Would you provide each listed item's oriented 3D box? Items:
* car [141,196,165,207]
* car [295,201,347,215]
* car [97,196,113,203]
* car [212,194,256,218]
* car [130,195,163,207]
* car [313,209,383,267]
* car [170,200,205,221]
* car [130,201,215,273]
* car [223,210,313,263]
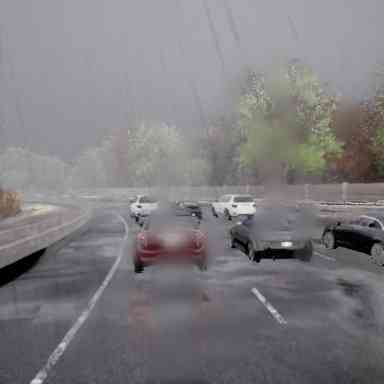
[{"bbox_3d":[-6.193,1.451,52.075,1.837,1.490,4.892,-1,0,-32],"label":"car"},{"bbox_3d":[11.668,1.440,28.563,5.357,1.411,2.033,0,0,44],"label":"car"},{"bbox_3d":[-18.583,1.591,70.729,2.128,1.511,4.902,0,0,-40],"label":"car"},{"bbox_3d":[3.322,1.209,27.436,2.150,2.045,5.566,0,0,-15],"label":"car"},{"bbox_3d":[-3.708,1.235,26.767,2.150,2.045,5.566,0,0,-15],"label":"car"},{"bbox_3d":[6.265,1.468,11.311,2.128,1.511,4.902,0,0,-6],"label":"car"},{"bbox_3d":[-0.511,1.507,28.167,1.837,1.490,4.892,0,0,-15],"label":"car"},{"bbox_3d":[-0.729,1.355,10.988,2.097,1.767,4.553,0,0,-5],"label":"car"},{"bbox_3d":[2.655,1.554,12.078,1.994,1.385,4.181,0,0,-6],"label":"car"}]
